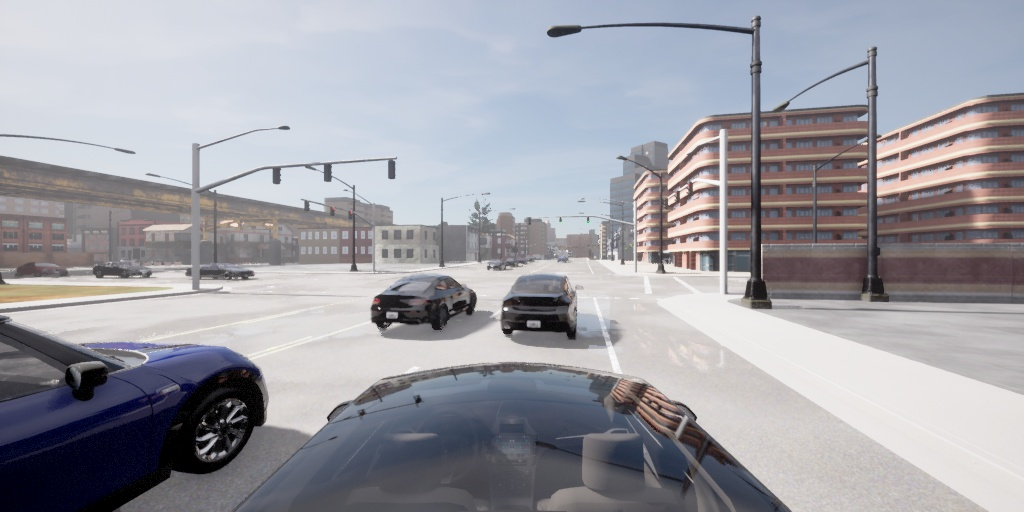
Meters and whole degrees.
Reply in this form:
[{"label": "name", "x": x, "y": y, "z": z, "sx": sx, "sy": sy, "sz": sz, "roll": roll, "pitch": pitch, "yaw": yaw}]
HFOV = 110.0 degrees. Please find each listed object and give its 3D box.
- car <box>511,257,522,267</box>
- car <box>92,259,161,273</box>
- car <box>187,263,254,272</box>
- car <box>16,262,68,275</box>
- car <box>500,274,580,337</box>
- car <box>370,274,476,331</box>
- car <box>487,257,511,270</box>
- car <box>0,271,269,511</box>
[{"label": "car", "x": -0.198, "y": 0.957, "z": 57.261, "sx": 1.882, "sy": 1.535, "sz": 5.008, "roll": 0, "pitch": 1, "yaw": 11}, {"label": "car", "x": -35.134, "y": 1.241, "z": 32.371, "sx": 4.902, "sy": 1.511, "sz": 2.128, "roll": 0, "pitch": 0, "yaw": 10}, {"label": "car", "x": -24.883, "y": 1.297, "z": 30.548, "sx": 5.357, "sy": 1.411, "sz": 2.033, "roll": 0, "pitch": 0, "yaw": 10}, {"label": "car", "x": -45.123, "y": 1.276, "z": 34.395, "sx": 4.674, "sy": 1.442, "sz": 1.812, "roll": 0, "pitch": 0, "yaw": 16}, {"label": "car", "x": 0.944, "y": 1.256, "z": 10.359, "sx": 1.837, "sy": 1.490, "sz": 4.892, "roll": 0, "pitch": 0, "yaw": 11}, {"label": "car", "x": -2.500, "y": 1.276, "z": 11.017, "sx": 1.812, "sy": 1.442, "sz": 4.674, "roll": 0, "pitch": 0, "yaw": 11}, {"label": "car", "x": -2.002, "y": 1.106, "z": 47.985, "sx": 2.128, "sy": 1.511, "sz": 4.902, "roll": 0, "pitch": 1, "yaw": 11}, {"label": "car", "x": -3.858, "y": 1.102, "z": 2.072, "sx": 2.097, "sy": 1.767, "sz": 4.553, "roll": 0, "pitch": 0, "yaw": 6}]
